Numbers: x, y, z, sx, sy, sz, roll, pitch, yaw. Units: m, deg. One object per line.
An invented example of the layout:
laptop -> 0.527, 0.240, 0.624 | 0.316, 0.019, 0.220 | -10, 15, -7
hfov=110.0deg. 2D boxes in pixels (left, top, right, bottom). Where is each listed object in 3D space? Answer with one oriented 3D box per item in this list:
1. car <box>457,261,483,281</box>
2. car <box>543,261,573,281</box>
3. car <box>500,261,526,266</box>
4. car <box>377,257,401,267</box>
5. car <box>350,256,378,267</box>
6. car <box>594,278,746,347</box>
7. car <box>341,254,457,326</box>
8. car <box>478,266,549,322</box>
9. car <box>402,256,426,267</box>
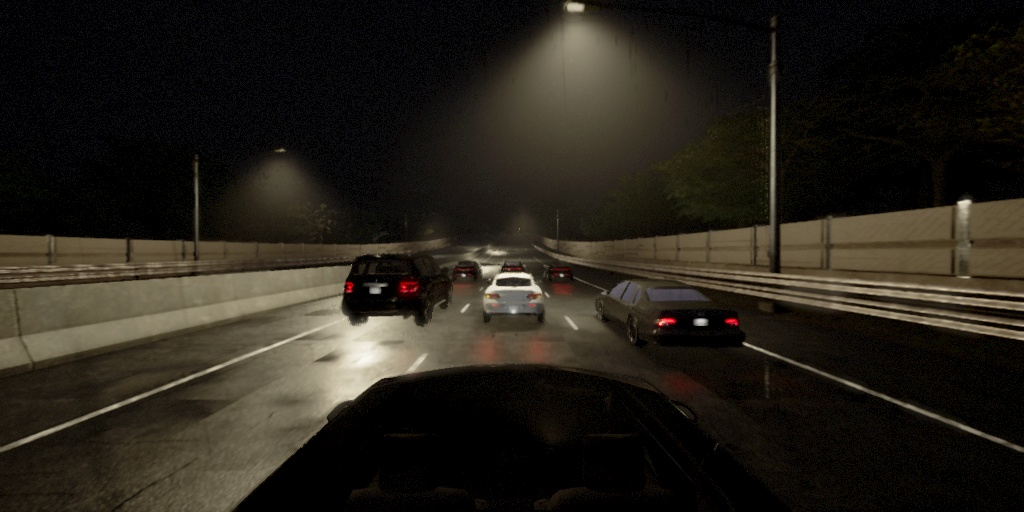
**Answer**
car -> -3.430, 1.105, 27.982 | 1.837, 1.490, 4.892 | 0, 1, 0
car -> 3.570, 1.106, 27.934 | 1.837, 1.490, 4.892 | 0, 1, 0
car -> 0.068, 1.093, 27.825 | 2.128, 1.511, 4.902 | 0, 1, 0
car -> -17.566, 0.822, 51.366 | 1.994, 1.385, 4.181 | 0, 1, 0
car -> -21.062, 0.740, 51.134 | 1.882, 1.535, 5.008 | 0, 1, 0
car -> 3.548, 1.278, 9.209 | 2.033, 1.411, 5.357 | 0, 0, 1
car -> -3.435, 0.944, 11.740 | 2.150, 2.045, 5.566 | 0, 0, 0
car -> 0.065, 1.245, 12.042 | 1.812, 1.442, 4.674 | 0, 0, 1
car -> -14.068, 0.743, 51.759 | 2.128, 1.511, 4.902 | 0, 1, 0
